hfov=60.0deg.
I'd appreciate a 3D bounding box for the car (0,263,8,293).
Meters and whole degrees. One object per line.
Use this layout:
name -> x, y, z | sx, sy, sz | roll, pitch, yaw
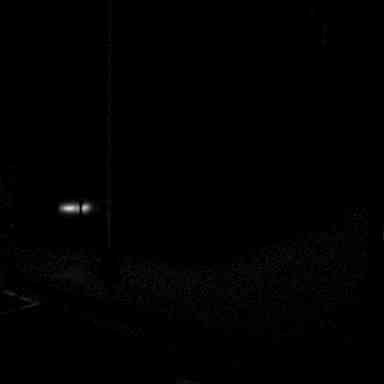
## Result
car -> -5.873, 1.508, 7.264 | 4.829, 1.417, 1.752 | 0, 0, 35
